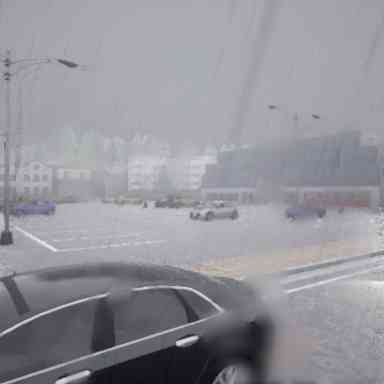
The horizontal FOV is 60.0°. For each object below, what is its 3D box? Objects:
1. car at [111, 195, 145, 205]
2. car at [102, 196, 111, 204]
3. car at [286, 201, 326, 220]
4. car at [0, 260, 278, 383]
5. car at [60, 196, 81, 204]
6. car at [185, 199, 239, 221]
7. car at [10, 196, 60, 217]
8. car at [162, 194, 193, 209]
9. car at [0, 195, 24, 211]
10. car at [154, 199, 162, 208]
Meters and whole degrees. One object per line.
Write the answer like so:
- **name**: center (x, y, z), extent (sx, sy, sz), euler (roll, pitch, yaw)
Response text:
- **car**: center (-10.423, 1.333, 55.788), extent (5.027, 1.636, 2.152), euler (0, 0, -35)
- **car**: center (-14.383, 1.420, 60.849), extent (3.806, 1.475, 1.970), euler (0, 0, -35)
- **car**: center (9.538, 1.499, 27.913), extent (3.633, 1.501, 1.845), euler (0, 0, -35)
- **car**: center (-1.295, 1.514, 3.060), extent (4.892, 1.490, 1.837), euler (1, 0, -36)
- **car**: center (-22.255, 1.463, 59.785), extent (4.514, 1.523, 2.007), euler (0, 0, -35)
- **car**: center (1.755, 1.484, 26.078), extent (3.806, 1.475, 1.970), euler (0, 0, -35)
- **car**: center (-14.137, 1.394, 29.556), extent (3.633, 1.501, 1.845), euler (0, 0, -35)
- **car**: center (-1.047, 1.253, 43.188), extent (4.605, 1.855, 1.932), euler (0, 0, -35)
- **car**: center (-19.855, 1.389, 37.751), extent (4.514, 1.523, 2.007), euler (0, 0, -35)
- **car**: center (-3.057, 1.235, 45.327), extent (3.866, 1.878, 1.905), euler (0, 0, -35)
